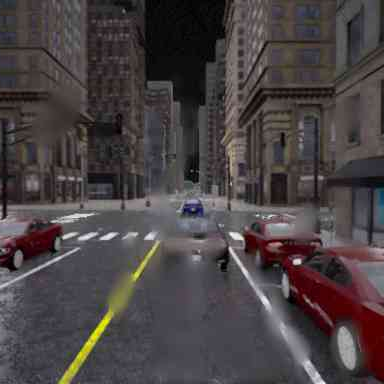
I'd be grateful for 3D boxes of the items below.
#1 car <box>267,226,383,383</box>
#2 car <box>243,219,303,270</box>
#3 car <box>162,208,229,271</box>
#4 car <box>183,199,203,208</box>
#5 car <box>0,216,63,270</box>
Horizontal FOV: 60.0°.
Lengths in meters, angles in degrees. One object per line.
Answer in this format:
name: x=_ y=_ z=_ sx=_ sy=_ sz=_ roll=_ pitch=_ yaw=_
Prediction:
car: x=2.751 y=1.541 z=5.423 sx=1.887 sy=1.381 sz=4.507 roll=-1 pitch=0 yaw=0
car: x=2.751 y=1.537 z=10.929 sx=1.887 sy=1.381 sz=4.507 roll=-1 pitch=0 yaw=0
car: x=0.082 y=1.484 z=10.869 sx=2.128 sy=1.511 sz=4.902 roll=0 pitch=0 yaw=-1
car: x=0.104 y=1.394 z=32.929 sx=1.882 sy=1.535 sz=5.008 roll=0 pitch=1 yaw=0
car: x=-5.774 y=1.537 z=10.929 sx=1.887 sy=1.381 sz=4.507 roll=-1 pitch=0 yaw=0
